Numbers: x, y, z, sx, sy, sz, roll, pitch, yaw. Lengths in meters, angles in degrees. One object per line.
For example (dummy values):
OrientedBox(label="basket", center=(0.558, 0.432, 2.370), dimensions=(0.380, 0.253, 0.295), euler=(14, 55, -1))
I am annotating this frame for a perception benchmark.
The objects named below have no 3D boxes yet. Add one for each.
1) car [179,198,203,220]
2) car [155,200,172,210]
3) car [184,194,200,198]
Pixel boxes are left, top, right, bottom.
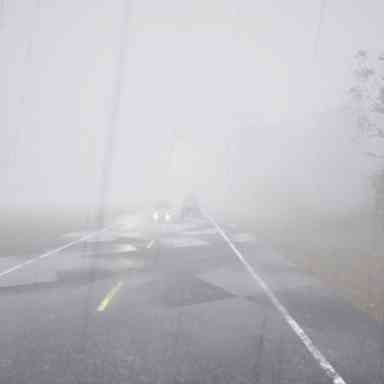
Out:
OrientedBox(label="car", center=(-0.094, 1.564, 29.134), dimensions=(1.837, 1.490, 4.892), euler=(0, 0, 0))
OrientedBox(label="car", center=(-3.704, 1.696, 43.527), dimensions=(1.895, 1.301, 4.718), euler=(0, 0, 0))
OrientedBox(label="car", center=(-0.140, 1.309, 44.709), dimensions=(2.150, 2.045, 5.566), euler=(0, 0, 0))
